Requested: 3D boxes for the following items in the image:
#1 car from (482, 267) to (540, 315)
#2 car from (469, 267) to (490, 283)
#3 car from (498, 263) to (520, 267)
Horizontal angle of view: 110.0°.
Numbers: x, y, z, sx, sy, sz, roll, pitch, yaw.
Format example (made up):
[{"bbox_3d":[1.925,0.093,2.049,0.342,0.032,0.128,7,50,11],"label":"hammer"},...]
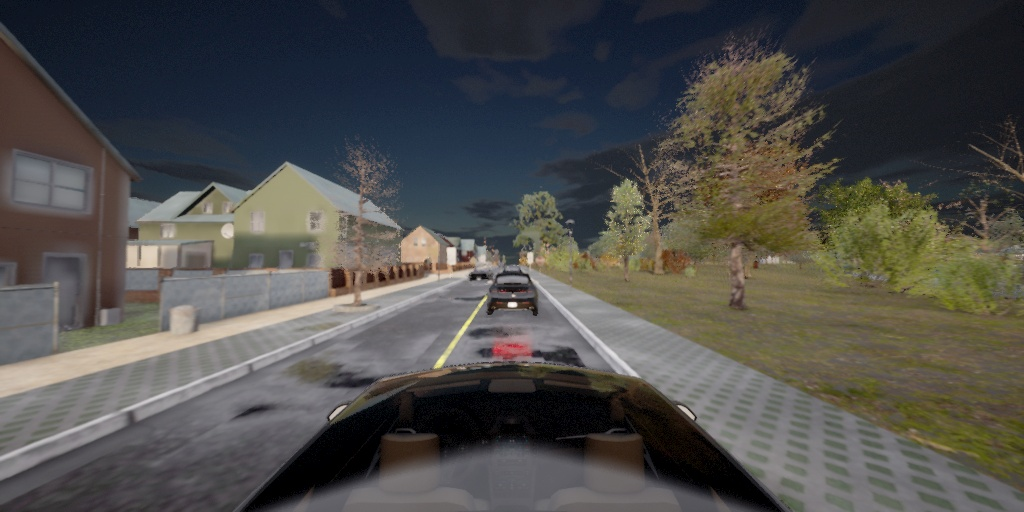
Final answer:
[{"bbox_3d":[0.041,1.384,14.308,1.837,1.490,4.892,0,0,1],"label":"car"},{"bbox_3d":[-2.792,1.686,32.718,1.895,1.301,4.718,0,-1,0],"label":"car"},{"bbox_3d":[0.038,1.533,28.932,2.128,1.511,4.902,0,-1,1],"label":"car"}]
